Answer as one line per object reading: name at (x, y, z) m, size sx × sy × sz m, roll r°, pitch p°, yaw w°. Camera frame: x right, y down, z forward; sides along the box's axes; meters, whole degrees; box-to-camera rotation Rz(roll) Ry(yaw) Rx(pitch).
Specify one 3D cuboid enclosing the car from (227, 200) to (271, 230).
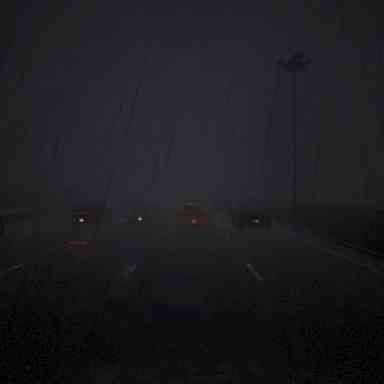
car at (3.603, 1.468, 20.996) m, size 1.882 × 1.535 × 5.008 m, roll 0°, pitch 0°, yaw 0°

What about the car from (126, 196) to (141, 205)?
car at (-10.435, 1.500, 59.907) m, size 1.812 × 1.442 × 4.674 m, roll 0°, pitch 0°, yaw 0°

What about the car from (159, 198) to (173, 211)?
car at (-3.408, 1.508, 40.871) m, size 1.812 × 1.442 × 4.674 m, roll 0°, pitch 0°, yaw 0°

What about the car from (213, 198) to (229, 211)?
car at (3.605, 1.474, 39.729) m, size 2.128 × 1.511 × 4.902 m, roll 0°, pitch 0°, yaw 0°

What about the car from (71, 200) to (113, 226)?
car at (-6.898, 1.495, 23.210) m, size 1.837 × 1.490 × 4.892 m, roll 0°, pitch 0°, yaw 0°

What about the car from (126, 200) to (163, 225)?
car at (-3.397, 1.515, 24.038) m, size 1.812 × 1.442 × 4.674 m, roll 0°, pitch 0°, yaw 0°

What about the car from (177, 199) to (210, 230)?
car at (0.102, 1.469, 20.946) m, size 1.882 × 1.535 × 5.008 m, roll 0°, pitch 0°, yaw 0°

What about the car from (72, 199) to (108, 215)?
car at (-10.396, 1.533, 34.371) m, size 2.033 × 1.411 × 5.357 m, roll 0°, pitch 0°, yaw 0°

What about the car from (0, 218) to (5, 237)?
car at (-10.398, 1.346, 14.769) m, size 2.097 × 1.767 × 4.553 m, roll 0°, pitch 0°, yaw 0°

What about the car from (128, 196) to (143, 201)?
car at (-6.895, 1.460, 41.367) m, size 1.882 × 1.535 × 5.008 m, roll 0°, pitch 0°, yaw 0°
